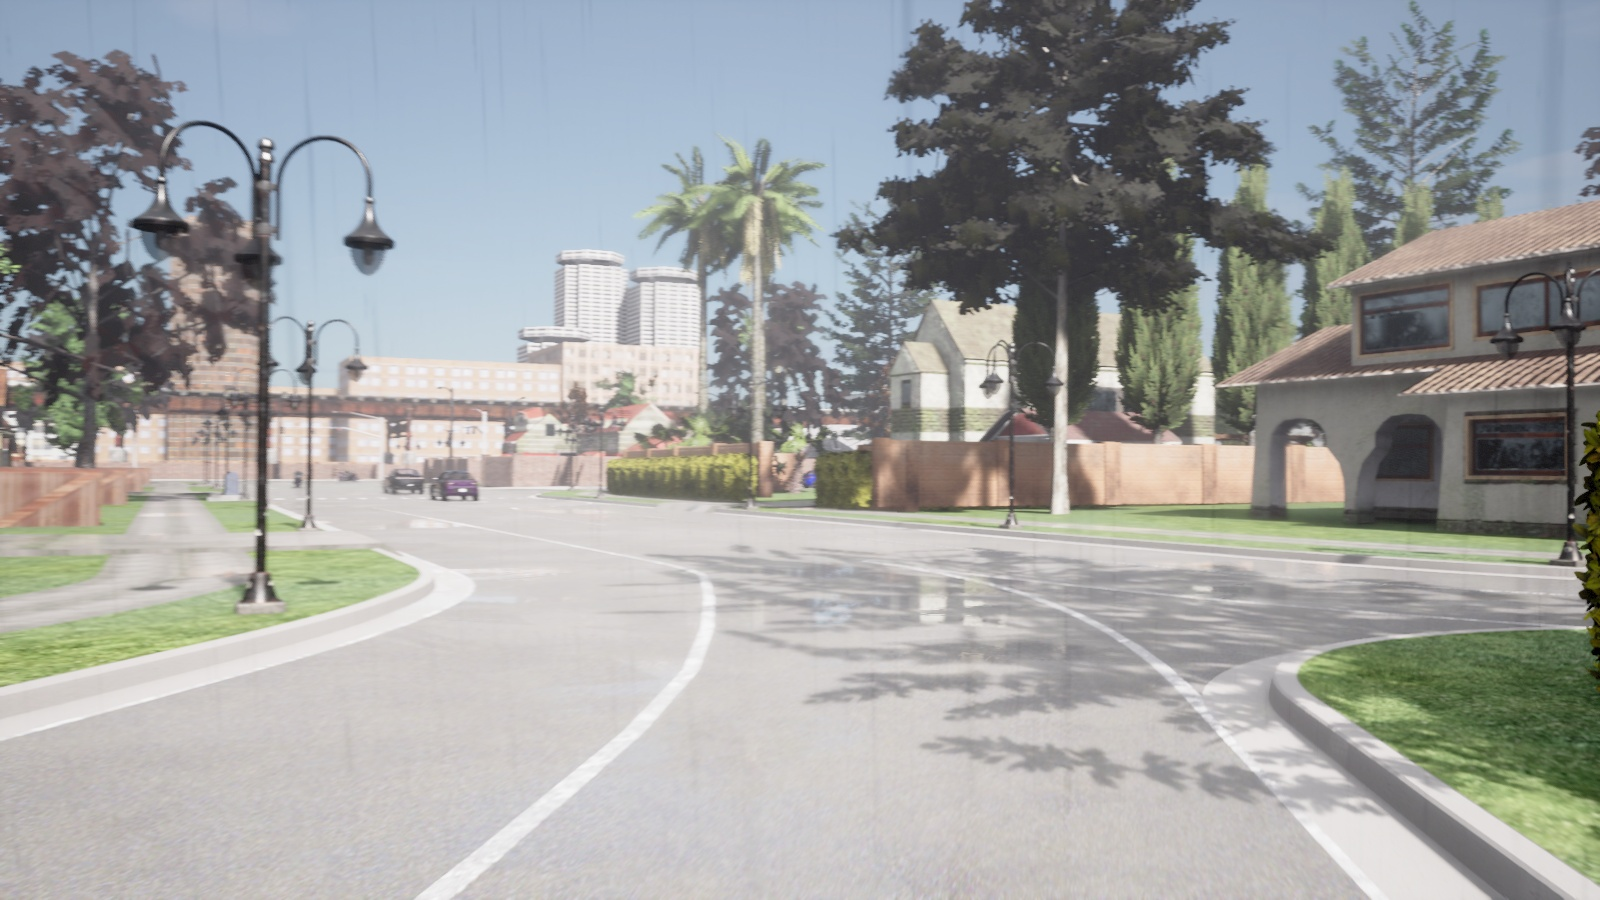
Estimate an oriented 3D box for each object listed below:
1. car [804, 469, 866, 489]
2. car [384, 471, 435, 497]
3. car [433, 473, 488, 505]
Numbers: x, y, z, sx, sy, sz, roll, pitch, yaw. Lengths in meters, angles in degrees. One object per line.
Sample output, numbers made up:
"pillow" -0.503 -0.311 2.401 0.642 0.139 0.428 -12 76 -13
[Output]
"car" 2.607 2.146 93.458 4.193 1.474 1.816 0 -1 -24
"car" -23.464 2.031 75.373 2.128 1.511 4.902 0 -1 -26
"car" -16.818 1.901 62.029 1.816 1.474 4.193 0 -1 -26
